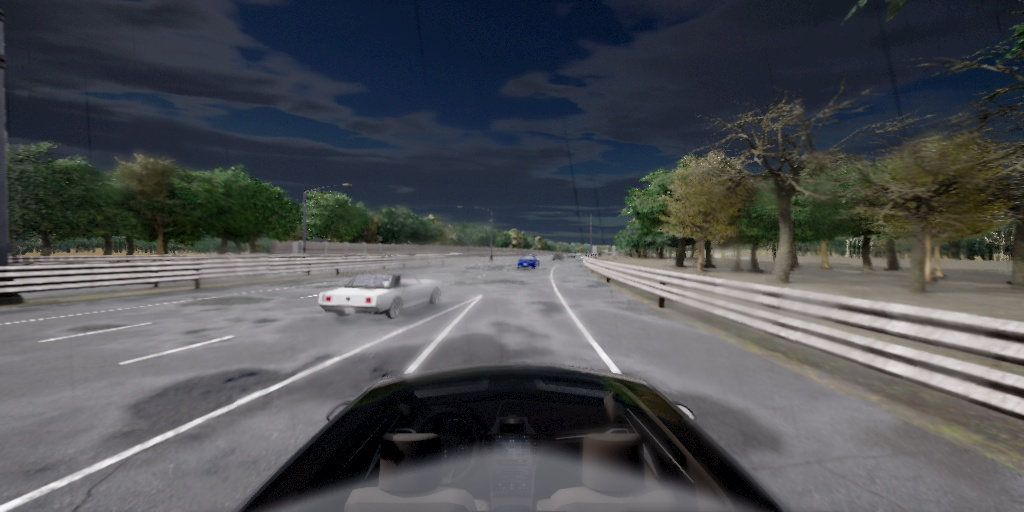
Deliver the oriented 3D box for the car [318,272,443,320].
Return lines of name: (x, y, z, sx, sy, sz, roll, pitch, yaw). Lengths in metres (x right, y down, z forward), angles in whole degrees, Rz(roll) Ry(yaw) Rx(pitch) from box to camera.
car: (-3.971, 1.175, 11.897, 1.895, 1.301, 4.718, 1, 1, 11)

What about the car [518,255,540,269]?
car: (1.927, 0.643, 39.916, 1.882, 1.535, 5.008, 1, 1, 13)
